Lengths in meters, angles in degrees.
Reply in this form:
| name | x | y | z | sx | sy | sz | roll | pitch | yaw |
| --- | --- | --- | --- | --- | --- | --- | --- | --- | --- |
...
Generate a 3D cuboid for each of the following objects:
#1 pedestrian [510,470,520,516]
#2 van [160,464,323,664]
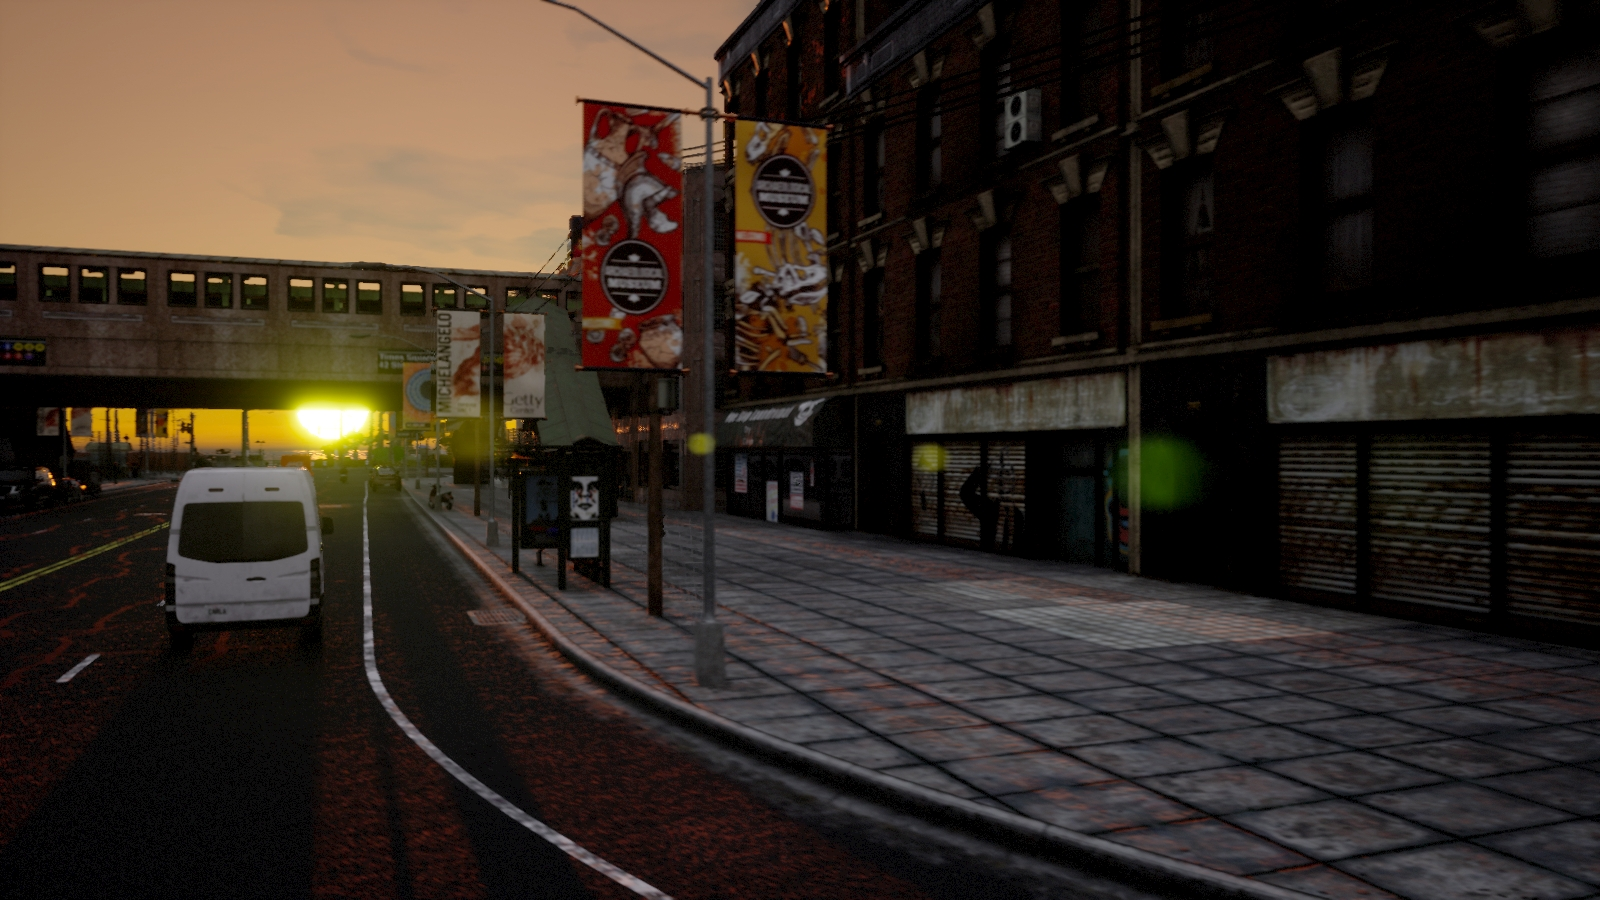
| name | x | y | z | sx | sy | sz | roll | pitch | yaw |
| --- | --- | --- | --- | --- | --- | --- | --- | --- | --- |
| pedestrian | -11.409 | 1.716 | 45.797 | 0.375 | 1.860 | 0.375 | 0 | 0 | -17 |
| van | -8.663 | 1.542 | 18.177 | 1.988 | 2.561 | 5.915 | 0 | 0 | -23 |
